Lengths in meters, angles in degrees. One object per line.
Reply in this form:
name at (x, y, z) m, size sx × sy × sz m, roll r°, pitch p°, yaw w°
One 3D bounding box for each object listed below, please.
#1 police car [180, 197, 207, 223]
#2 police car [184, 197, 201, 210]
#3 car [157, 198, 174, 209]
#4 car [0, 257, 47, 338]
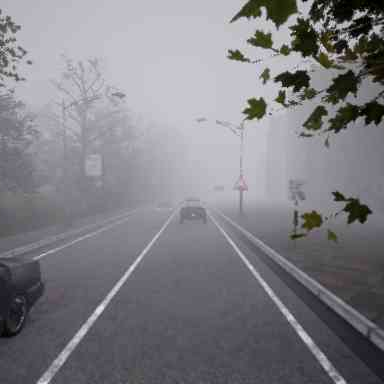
police car at (0.088, 1.380, 25.323) m, size 1.930 × 1.638 × 5.238 m, roll 0°, pitch 0°, yaw 0°
police car at (0.123, 1.433, 43.006) m, size 2.038 × 1.542 × 4.974 m, roll 0°, pitch 0°, yaw 1°
car at (-3.535, 1.465, 45.375) m, size 2.033 × 1.411 × 5.357 m, roll 0°, pitch 0°, yaw 1°
car at (-3.603, 1.540, 3.855) m, size 2.033 × 1.411 × 5.357 m, roll 0°, pitch 0°, yaw 0°
